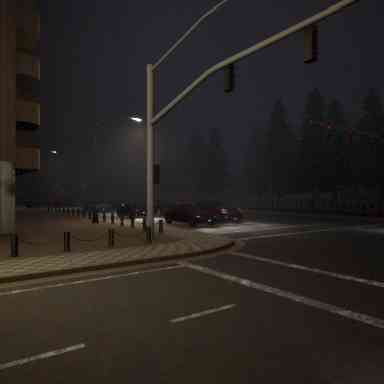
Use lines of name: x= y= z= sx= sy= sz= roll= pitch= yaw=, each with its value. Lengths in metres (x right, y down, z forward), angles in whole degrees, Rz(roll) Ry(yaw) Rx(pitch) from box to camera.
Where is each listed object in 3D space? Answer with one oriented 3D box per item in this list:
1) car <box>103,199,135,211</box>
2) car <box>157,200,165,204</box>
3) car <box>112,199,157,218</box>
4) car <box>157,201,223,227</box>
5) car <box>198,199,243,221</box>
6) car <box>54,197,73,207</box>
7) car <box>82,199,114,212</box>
car: x=-9.365 y=1.603 z=42.161 sx=2.033 sy=1.411 sz=5.357 roll=0 pitch=0 yaw=-35
car: x=-3.316 y=1.547 z=33.749 sx=2.128 sy=1.511 sz=4.902 roll=0 pitch=0 yaw=-36
car: x=-5.378 y=1.619 z=30.617 sx=1.994 sy=1.385 sz=4.181 roll=0 pitch=0 yaw=-36
car: x=-0.262 y=1.581 z=23.547 sx=1.812 sy=1.442 sz=4.674 roll=0 pitch=0 yaw=-37
car: x=1.919 y=1.407 z=26.478 sx=2.097 sy=1.767 sz=4.553 roll=0 pitch=0 yaw=-36
car: x=-19.461 y=1.533 z=50.304 sx=1.882 sy=1.535 sz=5.008 roll=0 pitch=0 yaw=-35
car: x=-11.119 y=1.656 z=38.602 sx=1.895 sy=1.301 sz=4.718 roll=0 pitch=0 yaw=-36
